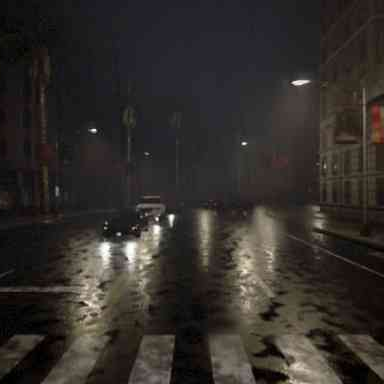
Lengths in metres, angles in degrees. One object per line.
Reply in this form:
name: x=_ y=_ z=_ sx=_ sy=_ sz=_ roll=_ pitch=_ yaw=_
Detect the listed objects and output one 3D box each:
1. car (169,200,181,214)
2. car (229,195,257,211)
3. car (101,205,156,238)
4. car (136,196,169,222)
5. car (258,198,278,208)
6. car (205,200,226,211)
car: x=-2.575 y=1.698 z=38.905 sx=1.882 sy=1.535 sz=5.008 roll=0 pitch=0 yaw=10
car: x=7.173 y=1.615 z=46.472 sx=2.097 sy=1.767 sz=4.553 roll=0 pitch=0 yaw=25
car: x=-3.503 y=1.653 z=18.617 sx=2.033 sy=1.411 sz=5.357 roll=0 pitch=0 yaw=0
car: x=-3.504 y=1.384 z=28.758 sx=2.150 sy=2.045 sz=5.566 roll=0 pitch=0 yaw=0
car: x=12.565 y=1.790 z=55.173 sx=1.882 sy=1.535 sz=5.008 roll=0 pitch=0 yaw=41
car: x=3.270 y=1.787 z=46.267 sx=1.812 sy=1.442 sz=4.674 roll=0 pitch=0 yaw=22
